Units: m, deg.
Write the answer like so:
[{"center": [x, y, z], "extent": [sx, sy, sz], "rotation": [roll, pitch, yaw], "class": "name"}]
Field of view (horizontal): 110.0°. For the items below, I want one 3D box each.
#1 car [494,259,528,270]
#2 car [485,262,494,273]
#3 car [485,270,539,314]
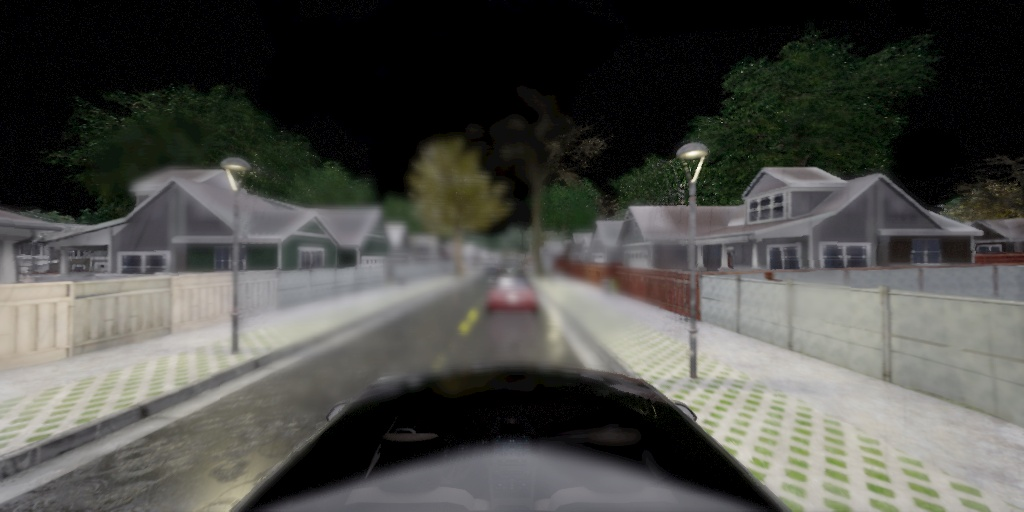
[{"center": [0.028, 1.257, 28.049], "extent": [2.150, 2.045, 5.566], "rotation": [0, 0, 0], "class": "car"}, {"center": [-2.796, 1.642, 52.095], "extent": [2.097, 1.767, 4.553], "rotation": [0, -1, 0], "class": "car"}, {"center": [0.047, 1.452, 14.572], "extent": [1.994, 1.385, 4.181], "rotation": [0, -1, 1], "class": "car"}]
